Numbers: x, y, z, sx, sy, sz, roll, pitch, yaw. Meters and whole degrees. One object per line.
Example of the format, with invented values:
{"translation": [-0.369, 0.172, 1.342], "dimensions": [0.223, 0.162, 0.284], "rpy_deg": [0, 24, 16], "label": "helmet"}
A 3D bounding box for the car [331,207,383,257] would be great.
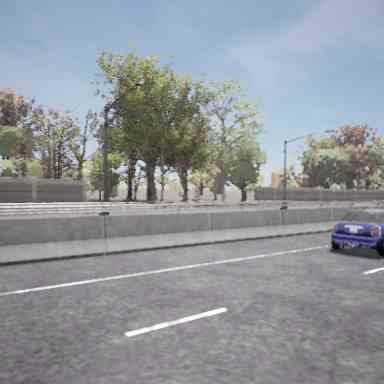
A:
{"translation": [7.809, 1.489, 13.736], "dimensions": [4.553, 1.767, 2.097], "rpy_deg": [1, -1, -35], "label": "car"}
